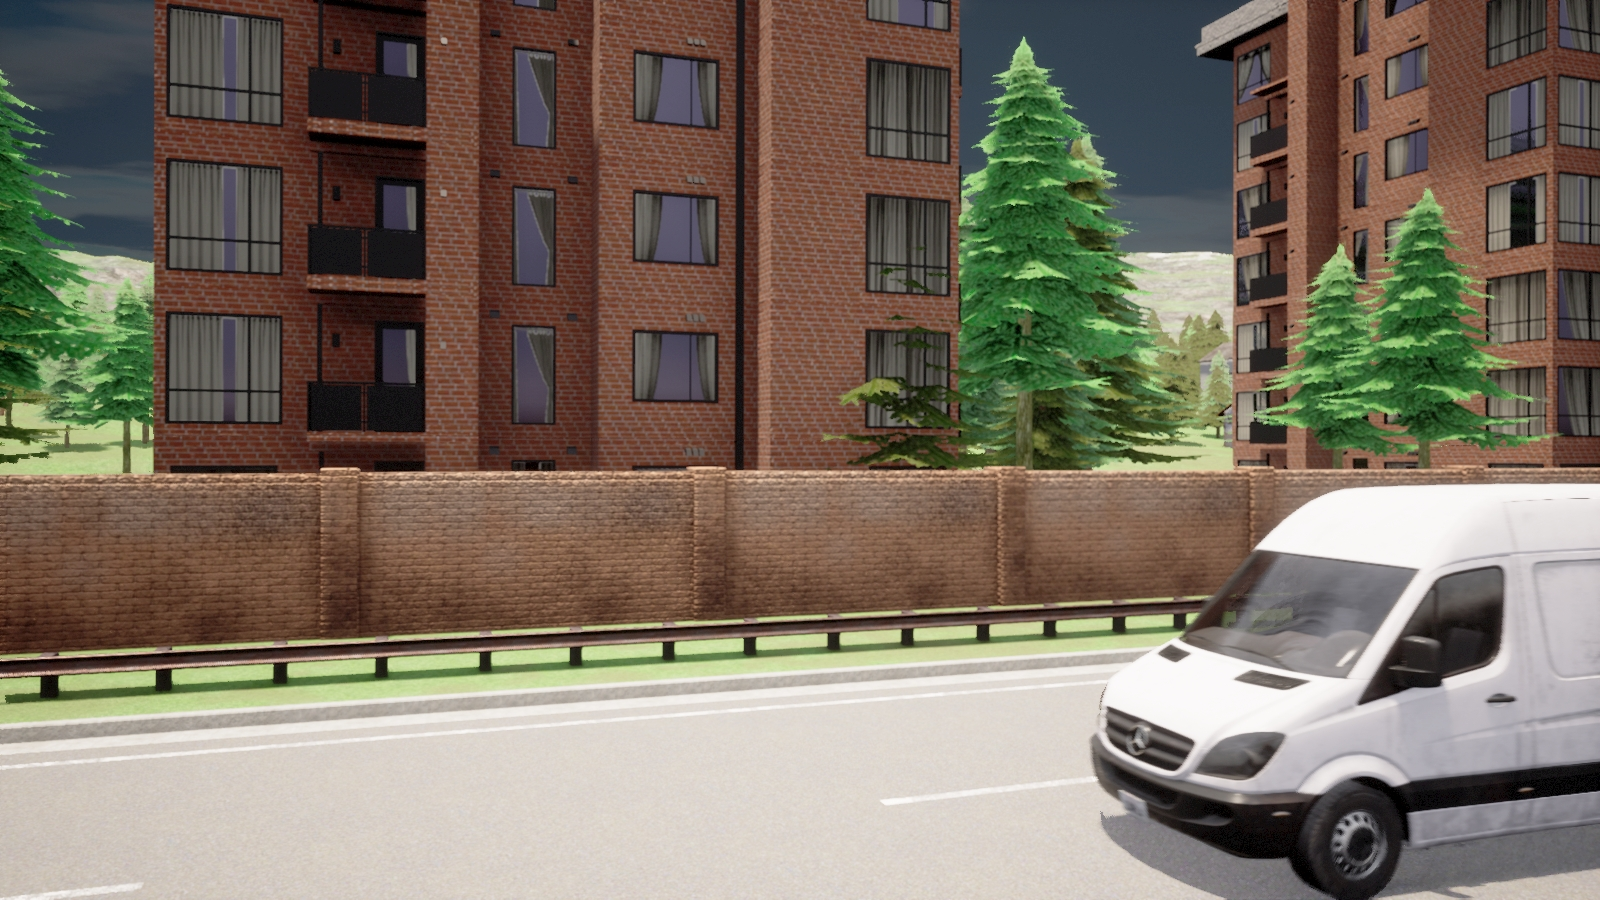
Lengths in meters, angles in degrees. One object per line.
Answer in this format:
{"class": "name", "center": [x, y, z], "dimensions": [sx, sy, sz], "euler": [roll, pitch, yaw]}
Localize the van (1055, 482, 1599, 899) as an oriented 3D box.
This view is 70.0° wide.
{"class": "van", "center": [5.070, 1.561, 8.628], "dimensions": [5.915, 2.561, 1.988], "euler": [0, 0, -17]}
